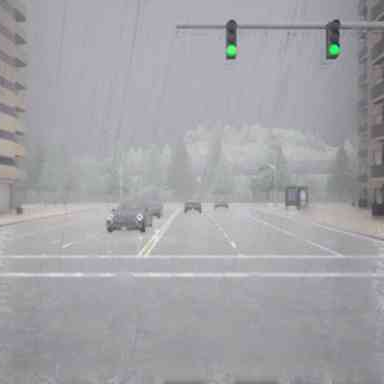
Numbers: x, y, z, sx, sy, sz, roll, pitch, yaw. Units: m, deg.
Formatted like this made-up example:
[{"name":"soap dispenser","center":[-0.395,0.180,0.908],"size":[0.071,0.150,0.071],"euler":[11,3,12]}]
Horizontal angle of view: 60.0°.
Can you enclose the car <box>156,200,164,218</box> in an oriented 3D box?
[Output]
[{"name":"car","center":[-3.579,1.487,29.569],"size":[1.837,1.490,4.892],"euler":[0,0,0]}]

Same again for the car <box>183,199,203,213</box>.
[{"name":"car","center":[0.101,1.482,36.006],"size":[1.837,1.490,4.892],"euler":[0,0,0]}]

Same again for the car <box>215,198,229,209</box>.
[{"name":"car","center":[4.052,1.517,45.274],"size":[2.033,1.411,5.357],"euler":[0,0,6]}]

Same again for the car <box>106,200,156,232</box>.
[{"name":"car","center":[-3.593,1.340,19.787],"size":[2.097,1.767,4.553],"euler":[0,0,0]}]
